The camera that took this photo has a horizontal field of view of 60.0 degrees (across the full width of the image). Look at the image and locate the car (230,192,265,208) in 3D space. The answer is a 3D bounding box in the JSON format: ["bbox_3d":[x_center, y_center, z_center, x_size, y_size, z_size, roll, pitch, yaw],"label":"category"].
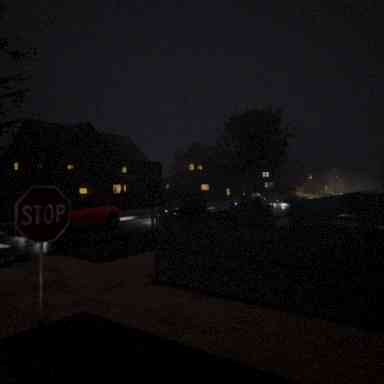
[{"bbox_3d":[5.404,0.731,32.086,2.128,1.511,4.902,1,2,36],"label":"car"}]

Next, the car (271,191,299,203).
[{"bbox_3d":[11.435,0.546,40.516,2.033,1.411,5.357,1,2,36],"label":"car"}]

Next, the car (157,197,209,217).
[{"bbox_3d":[-0.561,1.045,23.705,1.994,1.385,4.181,1,2,35],"label":"car"}]

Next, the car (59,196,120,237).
[{"bbox_3d":[-5.771,1.045,16.365,2.097,1.767,4.553,1,2,35],"label":"car"}]
